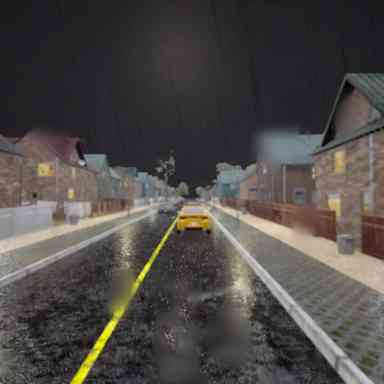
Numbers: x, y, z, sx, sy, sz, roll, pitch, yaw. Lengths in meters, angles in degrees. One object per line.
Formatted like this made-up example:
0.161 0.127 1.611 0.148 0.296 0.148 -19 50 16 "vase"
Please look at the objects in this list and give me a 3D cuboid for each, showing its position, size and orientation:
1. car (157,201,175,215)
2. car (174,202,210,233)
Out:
-2.760 1.763 37.034 1.837 1.490 4.892 0 -1 0 "car"
0.093 1.615 20.745 1.882 1.535 5.008 0 0 0 "car"
